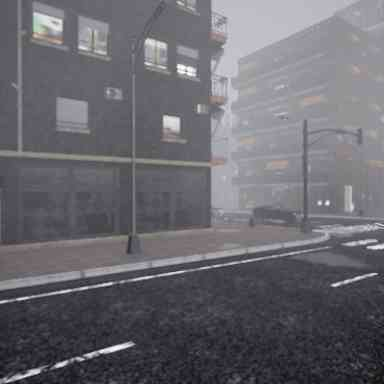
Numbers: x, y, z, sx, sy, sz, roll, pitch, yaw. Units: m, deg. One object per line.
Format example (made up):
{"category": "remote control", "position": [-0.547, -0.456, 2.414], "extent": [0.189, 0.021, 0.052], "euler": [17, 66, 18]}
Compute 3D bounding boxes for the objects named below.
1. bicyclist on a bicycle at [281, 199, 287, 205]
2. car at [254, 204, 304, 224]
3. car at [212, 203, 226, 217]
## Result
{"category": "bicyclist on a bicycle", "position": [10.354, 1.568, 37.522], "extent": [1.656, 1.620, 0.582], "euler": [-1, 0, -36]}
{"category": "car", "position": [7.130, 1.710, 27.191], "extent": [2.128, 1.511, 4.902], "euler": [0, -1, -37]}
{"category": "car", "position": [1.539, 1.833, 34.776], "extent": [2.128, 1.511, 4.902], "euler": [0, -1, -37]}
